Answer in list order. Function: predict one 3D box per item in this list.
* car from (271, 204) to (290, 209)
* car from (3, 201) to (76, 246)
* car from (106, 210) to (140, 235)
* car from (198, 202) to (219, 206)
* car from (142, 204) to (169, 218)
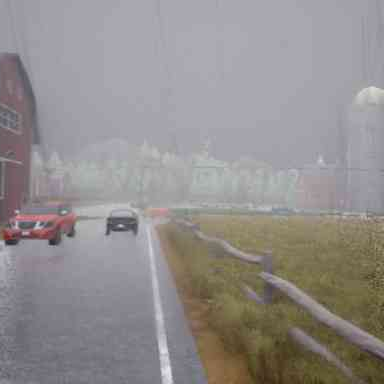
[{"bbox_3d":[19.153,3.481,70.923,4.611,1.667,2.242,1,-1,-5],"label":"car"},{"bbox_3d":[-7.454,1.480,16.932,2.150,2.045,5.566,1,-2,-8],"label":"car"},{"bbox_3d":[-4.567,1.907,22.174,1.882,1.535,5.008,1,-1,-8],"label":"car"},{"bbox_3d":[4.633,3.321,83.624,4.605,1.855,1.932,1,-1,-5],"label":"car"},{"bbox_3d":[-4.358,2.175,39.920,2.097,1.767,4.553,1,-1,-23],"label":"car"}]
